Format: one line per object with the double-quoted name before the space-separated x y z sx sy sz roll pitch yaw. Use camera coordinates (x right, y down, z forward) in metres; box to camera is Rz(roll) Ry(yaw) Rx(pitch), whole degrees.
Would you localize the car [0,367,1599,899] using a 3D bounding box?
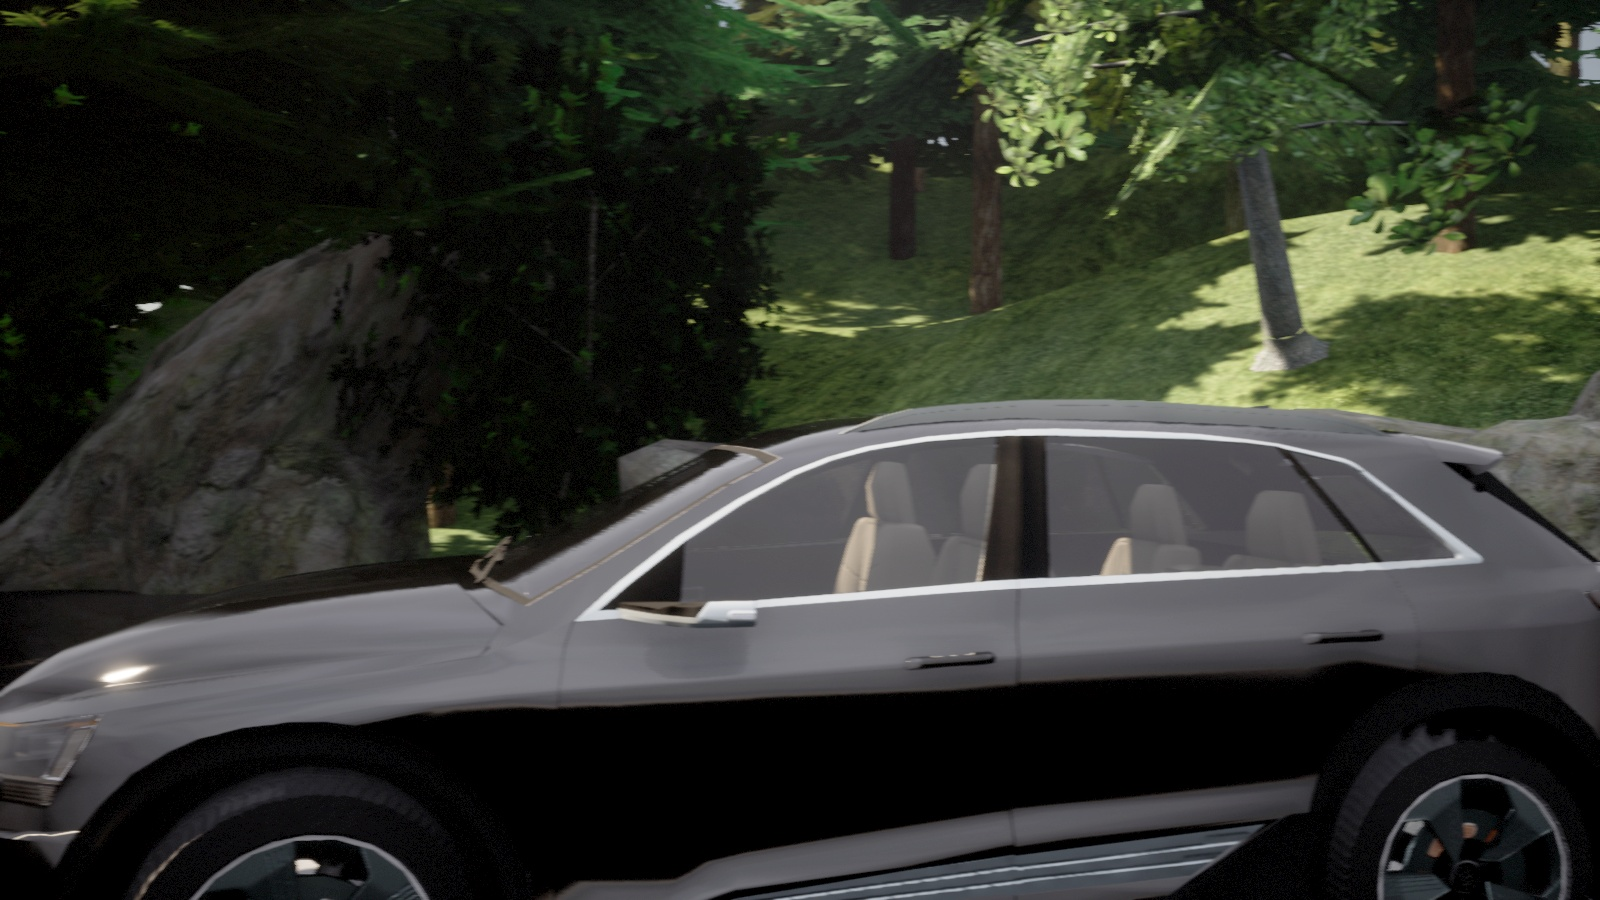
"car" 0.115 0.663 3.870 4.856 1.649 2.033 0 0 -12
